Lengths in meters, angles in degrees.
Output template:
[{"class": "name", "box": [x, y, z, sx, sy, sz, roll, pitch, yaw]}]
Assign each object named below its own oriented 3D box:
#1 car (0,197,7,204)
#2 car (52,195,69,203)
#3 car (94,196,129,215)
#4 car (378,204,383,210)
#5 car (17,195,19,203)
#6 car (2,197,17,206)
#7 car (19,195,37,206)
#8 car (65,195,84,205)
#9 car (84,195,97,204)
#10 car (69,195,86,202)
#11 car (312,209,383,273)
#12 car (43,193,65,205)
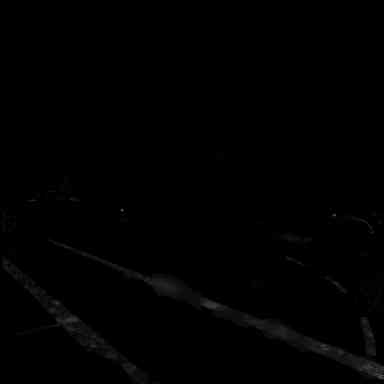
[{"class": "car", "box": [-36.122, 1.580, 62.600, 1.994, 1.385, 4.181, 0, 0, -35]}, {"class": "car", "box": [-26.872, 1.381, 67.675, 2.033, 1.411, 5.357, 0, 0, -35]}, {"class": "car", "box": [-8.184, 1.500, 34.452, 1.837, 1.490, 4.892, 0, 0, -34]}, {"class": "car", "box": [19.993, 1.425, 32.265, 5.008, 1.535, 1.882, 0, 0, -35]}, {"class": "car", "box": [-32.641, 1.331, 63.710, 1.882, 1.535, 5.008, 0, 0, -35]}, {"class": "car", "box": [-30.828, 1.570, 55.049, 2.033, 1.411, 5.357, 0, 0, -35]}, {"class": "car", "box": [-27.447, 1.521, 56.153, 1.837, 1.490, 4.892, 0, 0, -35]}, {"class": "car", "box": [-21.442, 1.529, 59.775, 1.812, 1.442, 4.674, 0, 0, -35]}, {"class": "car", "box": [-18.777, 1.350, 62.076, 2.097, 1.767, 4.553, 0, 0, -35]}, {"class": "car", "box": [-23.988, 1.360, 69.658, 2.128, 1.511, 4.902, 0, 0, -35]}, {"class": "car", "box": [5.589, 1.476, 10.646, 2.128, 1.511, 4.902, 0, 0, -5]}, {"class": "car", "box": [-24.172, 1.232, 57.569, 2.150, 2.045, 5.566, 0, 0, -34]}]
